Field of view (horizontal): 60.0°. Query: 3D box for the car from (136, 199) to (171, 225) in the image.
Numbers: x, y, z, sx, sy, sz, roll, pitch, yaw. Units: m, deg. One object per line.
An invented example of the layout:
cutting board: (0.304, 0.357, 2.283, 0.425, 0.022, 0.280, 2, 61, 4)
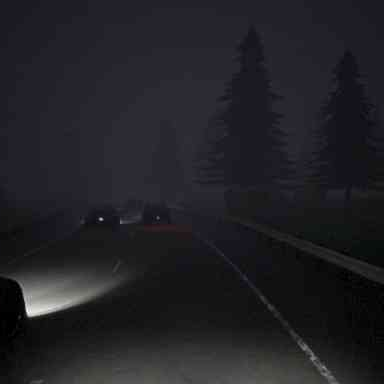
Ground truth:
car: (-2.709, 1.489, 24.273, 2.128, 1.511, 4.902, 0, 0, -12)

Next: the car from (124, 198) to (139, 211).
car: (-7.167, 1.478, 40.745, 1.882, 1.535, 5.008, 0, 0, -17)

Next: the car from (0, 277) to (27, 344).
car: (-3.637, 1.570, 3.747, 1.994, 1.385, 4.181, 0, 0, -2)

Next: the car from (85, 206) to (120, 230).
car: (-5.716, 1.569, 21.519, 1.994, 1.385, 4.181, 0, 0, -10)
